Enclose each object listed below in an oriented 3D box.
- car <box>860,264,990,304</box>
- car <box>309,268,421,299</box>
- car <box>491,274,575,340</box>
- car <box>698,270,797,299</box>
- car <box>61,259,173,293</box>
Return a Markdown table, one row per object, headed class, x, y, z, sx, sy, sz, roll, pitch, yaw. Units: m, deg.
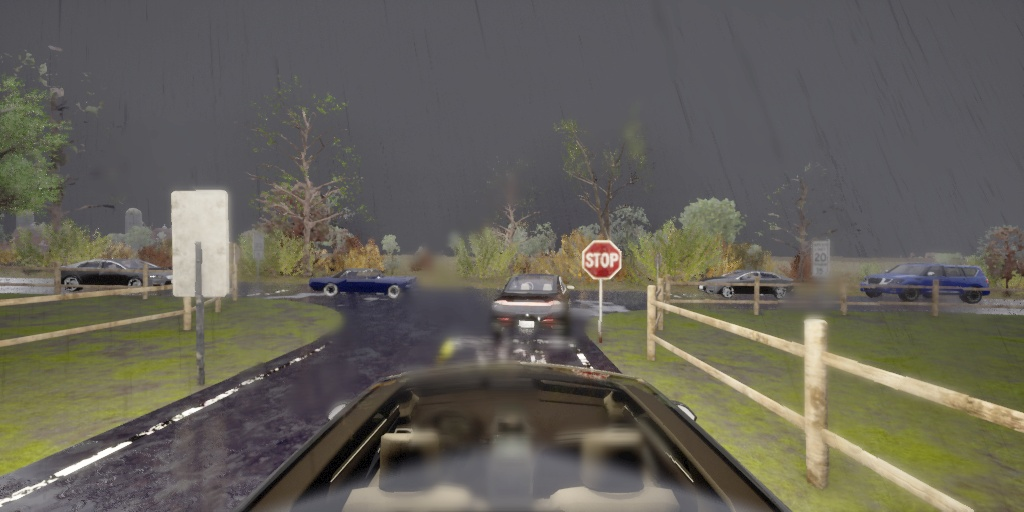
| class | x | y | z | sx | sy | sz | roll | pitch | yaw |
| --- | --- | --- | --- | --- | --- | --- | --- | --- | --- |
| car | 22.899 | 1.466 | 19.977 | 5.566 | 2.045 | 2.150 | 1 | 1 | 0 |
| car | -6.823 | 1.248 | 17.059 | 4.718 | 1.301 | 1.895 | 1 | 1 | 0 |
| car | 0.706 | 1.240 | 10.029 | 2.128 | 1.511 | 4.902 | 0 | 0 | 9 |
| car | 13.003 | 1.525 | 19.988 | 4.902 | 1.511 | 2.128 | 1 | 1 | 0 |
| car | -18.490 | 0.885 | 17.075 | 4.902 | 1.511 | 2.128 | 1 | 1 | 0 |
